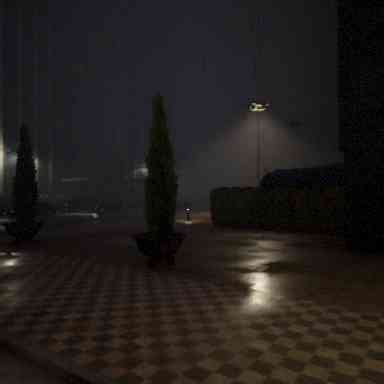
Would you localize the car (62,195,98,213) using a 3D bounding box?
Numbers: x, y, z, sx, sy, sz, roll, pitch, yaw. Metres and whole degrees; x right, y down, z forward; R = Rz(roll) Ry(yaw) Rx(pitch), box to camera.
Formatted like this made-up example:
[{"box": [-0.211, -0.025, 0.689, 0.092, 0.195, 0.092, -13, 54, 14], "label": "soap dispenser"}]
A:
[{"box": [-13.769, 1.428, 40.891, 2.150, 2.045, 5.566, 0, 0, 35], "label": "car"}]

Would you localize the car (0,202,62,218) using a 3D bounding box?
[{"box": [-15.565, 1.690, 32.189, 1.837, 1.490, 4.892, 0, 0, 35], "label": "car"}]

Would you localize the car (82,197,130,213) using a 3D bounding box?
[{"box": [-10.225, 1.690, 39.844, 1.837, 1.490, 4.892, 0, 0, 35], "label": "car"}]

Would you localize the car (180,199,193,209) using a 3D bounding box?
[{"box": [-1.725, 1.655, 45.565, 2.128, 1.511, 4.902, 0, 0, 35], "label": "car"}]

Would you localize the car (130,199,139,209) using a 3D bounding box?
[{"box": [-7.765, 1.698, 49.464, 2.128, 1.511, 4.902, 0, 0, 35], "label": "car"}]
